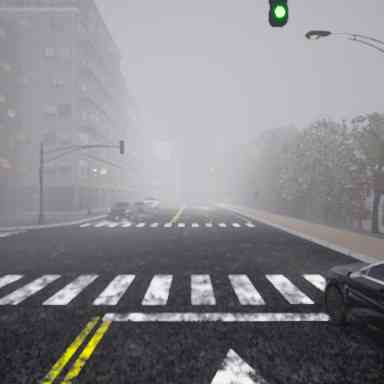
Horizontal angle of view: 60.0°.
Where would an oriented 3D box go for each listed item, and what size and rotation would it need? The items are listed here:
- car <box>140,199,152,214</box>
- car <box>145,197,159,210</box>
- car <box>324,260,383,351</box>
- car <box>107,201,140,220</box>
[{"bbox_3d":[-6.576,1.929,41.464,1.812,1.442,4.674,0,-1,0],"label":"car"},{"bbox_3d":[-6.560,1.744,53.088,2.150,2.045,5.566,0,-1,0],"label":"car"},{"bbox_3d":[3.348,1.533,4.233,2.128,1.511,4.902,0,-1,0],"label":"car"},{"bbox_3d":[-6.584,1.657,31.532,2.097,1.767,4.553,0,-1,0],"label":"car"}]
